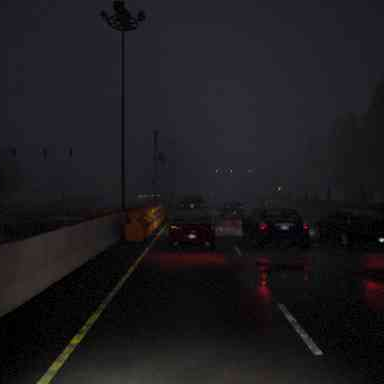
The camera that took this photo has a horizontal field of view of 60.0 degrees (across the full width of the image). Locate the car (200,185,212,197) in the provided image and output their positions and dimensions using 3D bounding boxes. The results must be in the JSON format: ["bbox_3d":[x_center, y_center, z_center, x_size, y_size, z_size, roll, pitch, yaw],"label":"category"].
[{"bbox_3d":[3.568,0.052,91.112,2.150,2.045,5.566,0,6,0],"label":"car"}]

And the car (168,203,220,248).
[{"bbox_3d":[0.000,1.483,14.685,1.882,1.535,5.008,0,0,0],"label":"car"}]

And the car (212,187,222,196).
[{"bbox_3d":[7.070,0.341,91.493,1.994,1.385,4.181,0,7,0],"label":"car"}]

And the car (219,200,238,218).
[{"bbox_3d":[3.500,1.493,29.685,2.128,1.511,4.902,0,0,0],"label":"car"}]

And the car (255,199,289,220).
[{"bbox_3d":[7.000,1.483,29.685,1.882,1.535,5.008,0,0,0],"label":"car"}]

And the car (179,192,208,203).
[{"bbox_3d":[0.000,1.256,29.715,2.150,2.045,5.566,0,0,0],"label":"car"}]

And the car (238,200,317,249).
[{"bbox_3d":[3.500,1.364,14.655,2.097,1.767,4.553,0,0,0],"label":"car"}]

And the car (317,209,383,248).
[{"bbox_3d":[7.000,1.515,14.685,1.837,1.490,4.892,0,0,0],"label":"car"}]

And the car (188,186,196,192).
[{"bbox_3d":[0.070,0.148,91.479,2.097,1.767,4.553,0,7,0],"label":"car"}]
